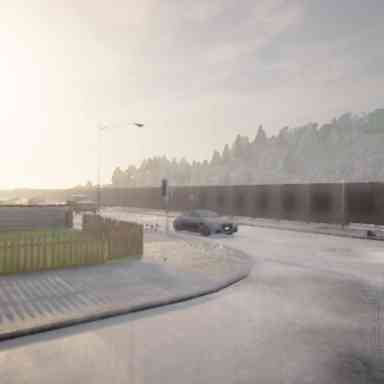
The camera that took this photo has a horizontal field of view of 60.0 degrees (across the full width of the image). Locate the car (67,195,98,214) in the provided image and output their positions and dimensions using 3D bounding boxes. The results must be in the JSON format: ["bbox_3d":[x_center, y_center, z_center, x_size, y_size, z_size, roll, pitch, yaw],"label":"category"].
[{"bbox_3d":[-12.588,1.383,37.860,2.150,2.045,5.566,1,0,-35],"label":"car"}]

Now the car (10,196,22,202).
[{"bbox_3d":[-41.521,1.719,78.384,1.994,1.385,4.181,1,-1,-36],"label":"car"}]

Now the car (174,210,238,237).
[{"bbox_3d":[0.709,1.730,19.207,1.994,1.385,4.181,1,-1,-36],"label":"car"}]

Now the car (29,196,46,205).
[{"bbox_3d":[-27.128,1.524,58.229,2.097,1.767,4.553,1,-1,-36],"label":"car"}]
